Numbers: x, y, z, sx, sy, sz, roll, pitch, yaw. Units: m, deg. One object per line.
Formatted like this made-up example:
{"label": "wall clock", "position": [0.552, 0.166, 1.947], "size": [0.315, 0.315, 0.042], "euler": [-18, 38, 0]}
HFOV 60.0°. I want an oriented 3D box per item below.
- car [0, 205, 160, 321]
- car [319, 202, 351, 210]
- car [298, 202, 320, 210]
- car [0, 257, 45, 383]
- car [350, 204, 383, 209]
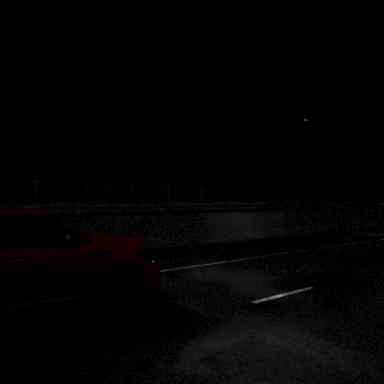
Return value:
{"label": "car", "position": [-3.285, 1.228, 5.703], "size": [5.566, 2.045, 2.150], "euler": [1, 0, -35]}
{"label": "car", "position": [16.967, 1.978, 37.616], "size": [4.892, 1.490, 1.837], "euler": [1, -1, -35]}
{"label": "car", "position": [14.918, 1.978, 40.452], "size": [4.892, 1.490, 1.837], "euler": [1, -1, -35]}
{"label": "car", "position": [-3.430, 1.469, 1.296], "size": [4.902, 1.511, 2.128], "euler": [1, 0, -36]}
{"label": "car", "position": [18.859, 2.035, 34.667], "size": [4.181, 1.385, 1.994], "euler": [1, -1, -35]}
